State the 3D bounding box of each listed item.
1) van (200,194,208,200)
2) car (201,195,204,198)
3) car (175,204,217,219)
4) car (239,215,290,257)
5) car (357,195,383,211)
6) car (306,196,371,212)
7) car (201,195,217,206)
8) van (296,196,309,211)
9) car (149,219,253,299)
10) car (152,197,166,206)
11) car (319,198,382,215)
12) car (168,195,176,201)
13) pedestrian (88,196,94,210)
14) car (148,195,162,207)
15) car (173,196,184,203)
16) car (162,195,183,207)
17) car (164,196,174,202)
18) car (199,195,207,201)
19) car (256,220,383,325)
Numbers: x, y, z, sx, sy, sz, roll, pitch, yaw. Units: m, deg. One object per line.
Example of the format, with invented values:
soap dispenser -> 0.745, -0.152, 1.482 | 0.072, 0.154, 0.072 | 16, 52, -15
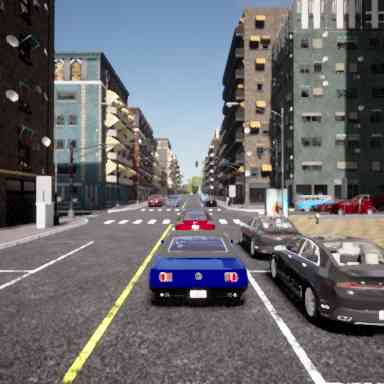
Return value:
van -> 2.965, 1.337, 78.617 | 1.690, 1.788, 3.998 | 1, 0, 0
car -> 2.888, 1.577, 56.332 | 1.802, 1.307, 4.206 | 1, 0, 0
car -> 0.152, 1.562, 17.249 | 1.994, 1.385, 4.181 | 0, 0, 0
car -> 2.872, 1.549, 12.568 | 2.008, 1.369, 4.403 | 1, 0, 0
car -> 19.415, 1.210, 37.486 | 5.009, 1.841, 2.192 | 0, 0, 1
car -> 15.289, 1.436, 34.945 | 5.357, 1.411, 2.033 | -1, -1, 1
car -> 2.869, 1.562, 50.761 | 1.947, 1.339, 4.313 | 1, 0, 0
van -> 13.888, 1.279, 37.544 | 3.998, 1.788, 1.690 | 0, 0, 1
car -> 0.127, 1.600, 8.386 | 1.895, 1.301, 4.718 | 0, 0, 0
car -> -5.492, 1.540, 56.400 | 1.887, 1.381, 4.507 | 1, 0, 0
car -> 13.800, 1.399, 29.163 | 4.206, 1.307, 1.802 | 0, 0, 1
car -> -5.381, 1.562, 89.826 | 1.947, 1.339, 4.313 | 1, 0, 0
pedestrian -> -12.393, 1.329, 40.776 | 0.375, 1.860, 0.375 | 0, 0, 1
car -> -5.506, 1.311, 50.829 | 2.192, 1.841, 5.009 | 1, 0, 0
car -> -2.769, 1.543, 69.345 | 2.033, 1.411, 5.357 | 0, 0, 0
car -> -2.921, 1.348, 50.233 | 2.097, 1.767, 4.553 | 0, 0, 0
car -> -5.417, 1.562, 78.684 | 1.947, 1.339, 4.313 | 1, 0, 0
car -> 3.000, 1.541, 89.758 | 1.887, 1.381, 4.507 | 1, 0, 0
car -> 2.854, 1.550, 6.998 | 2.008, 1.369, 4.403 | 1, 0, 0
